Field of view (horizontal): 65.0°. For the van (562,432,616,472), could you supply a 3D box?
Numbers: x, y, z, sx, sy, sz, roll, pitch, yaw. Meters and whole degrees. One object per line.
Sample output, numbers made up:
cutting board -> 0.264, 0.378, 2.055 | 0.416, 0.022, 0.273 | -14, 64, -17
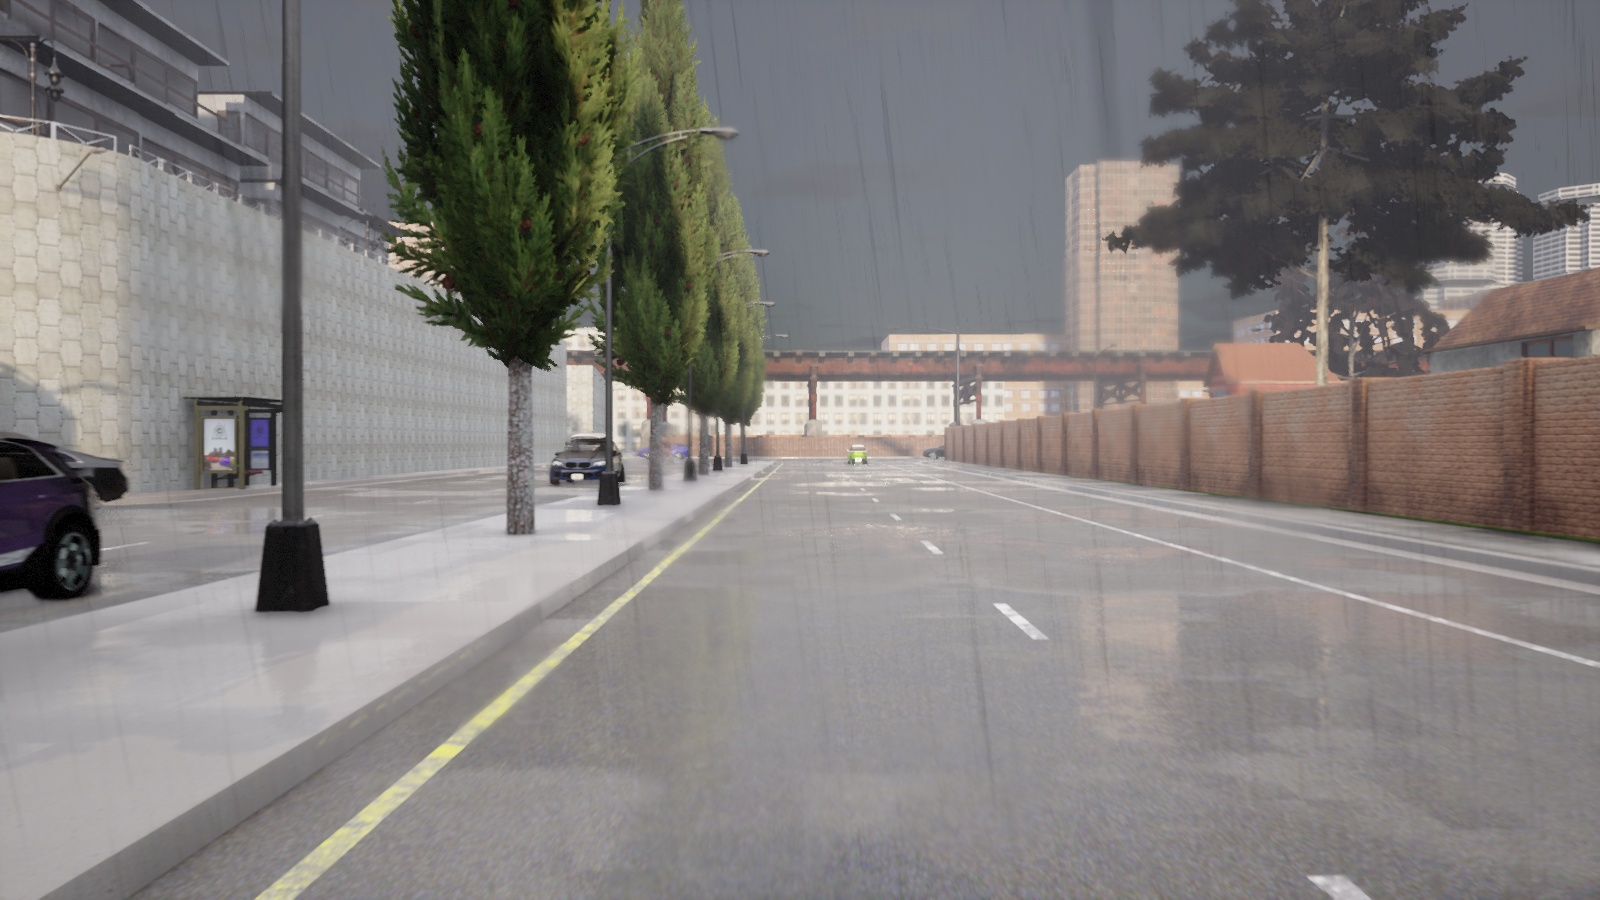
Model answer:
van -> -11.105, 0.087, 66.361 | 2.069, 2.038, 4.480 | 0, 0, 0

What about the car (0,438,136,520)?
car -> -15.651, 0.531, 23.922 | 2.128, 1.511, 4.902 | 1, 1, 44

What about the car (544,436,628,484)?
car -> -7.725, 0.327, 45.745 | 2.242, 1.667, 4.611 | 0, 0, 0

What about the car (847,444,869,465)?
car -> 4.011, 0.313, 87.239 | 1.481, 1.376, 2.207 | 0, 1, 0

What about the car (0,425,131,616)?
car -> -7.924, 0.611, 10.509 | 2.033, 1.649, 4.856 | 0, 0, 0
